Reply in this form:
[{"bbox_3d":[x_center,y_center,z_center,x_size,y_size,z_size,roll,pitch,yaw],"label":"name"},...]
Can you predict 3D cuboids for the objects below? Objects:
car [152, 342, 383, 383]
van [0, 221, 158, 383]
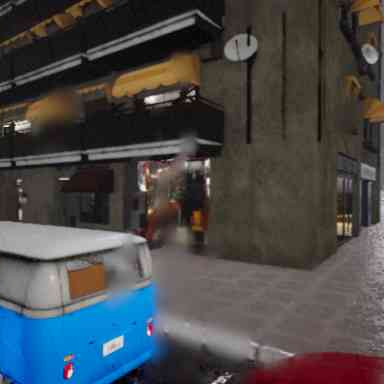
[{"bbox_3d":[2.177,1.541,1.312,4.507,1.381,1.887,0,0,36],"label":"car"},{"bbox_3d":[-2.321,1.356,4.518,3.998,1.788,1.690,0,0,36],"label":"van"}]
